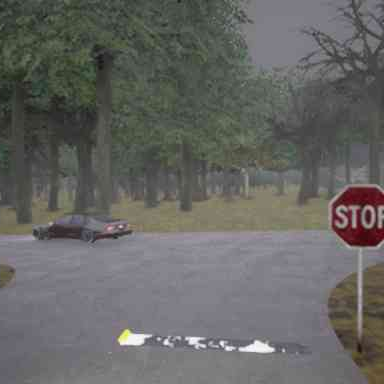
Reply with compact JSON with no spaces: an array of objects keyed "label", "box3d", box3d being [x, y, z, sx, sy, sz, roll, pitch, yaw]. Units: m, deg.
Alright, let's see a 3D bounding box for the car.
[{"label":"car","box3d":[-5.588,1.737,16.688,5.357,1.411,2.033,-2,0,27]}]
